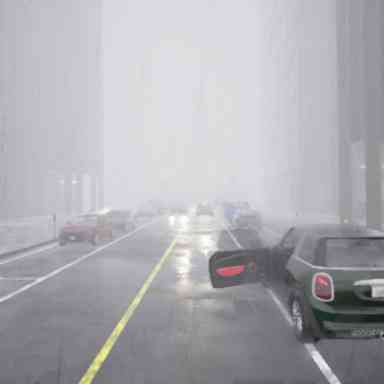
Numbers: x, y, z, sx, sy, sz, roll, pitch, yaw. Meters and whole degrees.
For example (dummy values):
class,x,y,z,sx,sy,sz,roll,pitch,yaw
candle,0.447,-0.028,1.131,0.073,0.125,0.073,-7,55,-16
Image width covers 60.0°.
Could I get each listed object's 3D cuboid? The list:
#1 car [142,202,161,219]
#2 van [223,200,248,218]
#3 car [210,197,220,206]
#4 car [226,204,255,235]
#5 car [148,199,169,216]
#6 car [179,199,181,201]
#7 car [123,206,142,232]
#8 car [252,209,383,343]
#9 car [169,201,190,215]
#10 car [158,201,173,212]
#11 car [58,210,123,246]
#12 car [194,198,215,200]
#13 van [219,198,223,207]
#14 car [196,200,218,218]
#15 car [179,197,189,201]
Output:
class,x,y,z,sx,sy,sz,roll,pitch,yaw
car,-4.548,2.006,33.579,1.802,1.307,4.206,-1,-1,2
van,3.775,1.604,27.691,1.690,1.788,3.998,-1,-1,2
car,4.939,1.945,61.381,2.192,1.841,5.009,-1,-1,2
car,3.583,1.754,22.073,2.008,1.369,4.403,-1,-1,2
car,-4.358,1.799,39.196,2.192,1.841,5.009,-1,-1,2
car,-3.578,2.311,61.652,1.802,1.307,4.206,-1,-1,2
car,-4.937,1.869,22.350,1.947,1.339,4.313,-1,-1,2
car,2.672,1.396,6.653,2.097,1.767,4.553,-1,-1,2
car,-1.589,2.068,40.442,1.895,1.301,4.718,-1,-1,3
car,-3.967,2.151,50.423,1.887,1.381,4.507,-1,-1,2
car,-5.131,1.788,16.735,1.887,1.381,4.507,-1,-1,2
car,1.652,1.986,46.074,2.128,1.511,4.902,-1,-1,2
van,3.969,1.665,33.306,1.690,1.788,3.998,-1,-1,2
car,1.357,1.925,35.429,2.033,1.411,5.357,-1,-1,2
car,-2.654,2.345,88.492,2.192,1.841,5.009,-1,-1,2
